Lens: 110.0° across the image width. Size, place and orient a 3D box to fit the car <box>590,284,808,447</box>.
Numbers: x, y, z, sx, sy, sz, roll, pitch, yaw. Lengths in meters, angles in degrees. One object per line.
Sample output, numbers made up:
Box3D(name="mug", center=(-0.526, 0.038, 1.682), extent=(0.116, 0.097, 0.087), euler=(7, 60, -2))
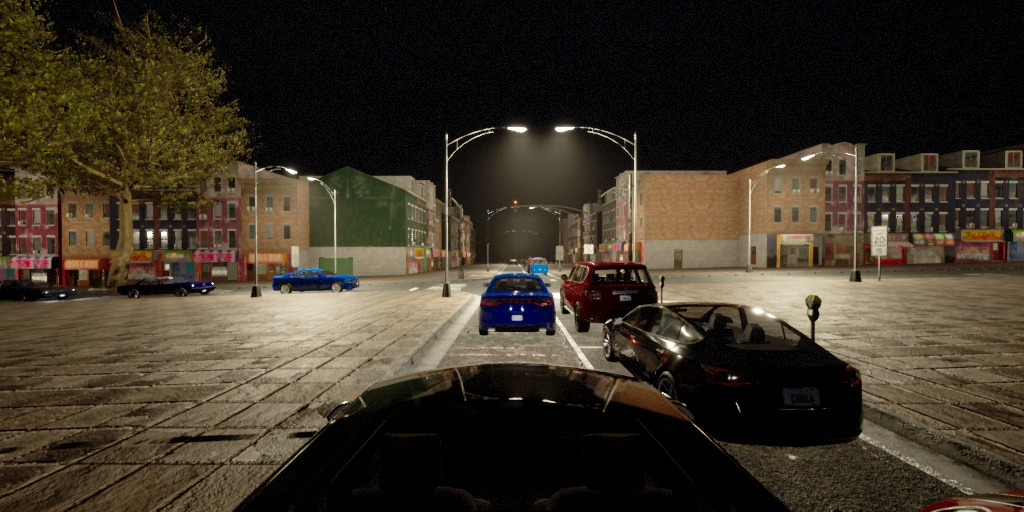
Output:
Box3D(name="car", center=(2.647, 1.315, 5.333), extent=(1.948, 1.339, 4.313), euler=(0, 0, 0))

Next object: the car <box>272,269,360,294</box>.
Box3D(name="car", center=(-12.235, 1.542, 22.524), extent=(5.008, 1.535, 1.882), euler=(-2, 1, -1))

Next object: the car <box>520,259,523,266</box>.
Box3D(name="car", center=(2.874, 1.359, 64.127), extent=(2.007, 1.370, 4.403), euler=(0, 0, 0))

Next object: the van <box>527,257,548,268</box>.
Box3D(name="van", center=(2.770, 1.105, 37.096), extent=(1.690, 1.789, 3.998), euler=(0, 0, 0))

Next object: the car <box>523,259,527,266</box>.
Box3D(name="car", center=(2.791, 1.085, 42.502), extent=(2.192, 1.841, 5.009), euler=(0, 0, 0))

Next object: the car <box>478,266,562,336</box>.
Box3D(name="car", center=(0.147, 1.227, 10.460), extent=(1.882, 1.535, 5.008), euler=(0, 0, 1))

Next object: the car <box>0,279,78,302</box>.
Box3D(name="car", center=(-30.965, 2.180, 22.589), extent=(5.357, 1.411, 2.033), euler=(-2, 1, 1))

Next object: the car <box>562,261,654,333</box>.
Box3D(name="car", center=(2.668, 1.064, 10.736), extent=(2.192, 1.841, 5.009), euler=(0, 0, 0))

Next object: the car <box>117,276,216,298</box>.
Box3D(name="car", center=(-21.566, 1.939, 22.556), extent=(4.718, 1.301, 1.895), euler=(-2, 1, 0))
